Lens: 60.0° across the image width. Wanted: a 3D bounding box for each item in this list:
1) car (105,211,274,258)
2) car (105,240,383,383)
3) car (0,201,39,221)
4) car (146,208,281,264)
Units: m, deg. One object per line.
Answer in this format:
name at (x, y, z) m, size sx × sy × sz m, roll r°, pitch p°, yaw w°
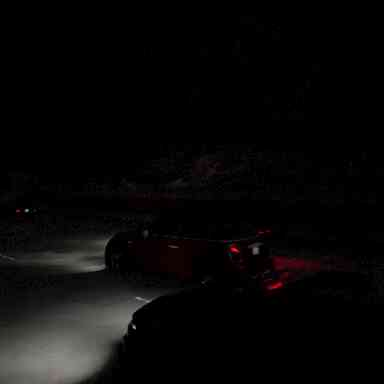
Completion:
car at (-0.245, 1.327, 8.762) m, size 4.553 × 1.767 × 2.097 m, roll 1°, pitch 0°, yaw 38°
car at (1.362, 1.528, 3.129) m, size 4.674 × 1.442 × 1.812 m, roll 0°, pitch 0°, yaw 36°
car at (-13.594, 1.384, 25.819) m, size 2.033 × 1.411 × 5.357 m, roll 0°, pitch 0°, yaw -42°
car at (0.635, 1.475, 12.517) m, size 4.892 × 1.490 × 1.837 m, roll 1°, pitch 0°, yaw 39°
